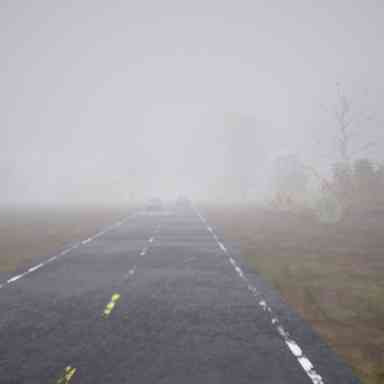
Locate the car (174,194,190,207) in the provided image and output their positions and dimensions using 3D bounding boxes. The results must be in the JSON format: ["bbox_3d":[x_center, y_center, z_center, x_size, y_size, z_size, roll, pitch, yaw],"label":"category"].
[{"bbox_3d":[-1.266,1.362,48.142,1.994,1.385,4.181,-1,0,-2],"label":"car"}]

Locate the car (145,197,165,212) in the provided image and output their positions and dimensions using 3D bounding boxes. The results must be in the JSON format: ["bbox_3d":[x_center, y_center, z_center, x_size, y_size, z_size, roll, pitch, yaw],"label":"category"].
[{"bbox_3d":[-4.149,1.403,38.039,1.837,1.490,4.892,-1,0,-1],"label":"car"}]

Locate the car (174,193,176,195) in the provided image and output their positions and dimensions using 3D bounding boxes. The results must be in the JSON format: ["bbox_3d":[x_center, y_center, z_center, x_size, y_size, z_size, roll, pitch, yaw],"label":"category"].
[{"bbox_3d":[-1.811,1.082,64.861,2.097,1.767,4.553,-1,0,-1],"label":"car"}]
